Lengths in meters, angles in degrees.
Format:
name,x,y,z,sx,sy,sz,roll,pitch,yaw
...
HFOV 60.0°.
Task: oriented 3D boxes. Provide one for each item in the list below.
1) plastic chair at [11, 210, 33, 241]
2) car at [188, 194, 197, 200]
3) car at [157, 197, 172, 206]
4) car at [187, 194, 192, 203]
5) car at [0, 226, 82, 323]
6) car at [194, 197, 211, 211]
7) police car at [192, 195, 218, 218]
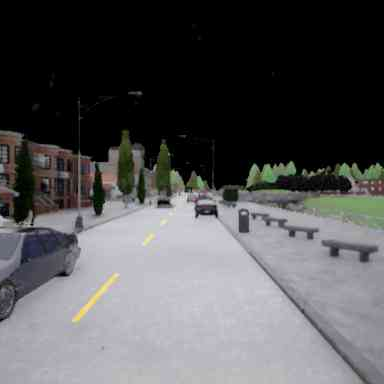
name,x,y,z,sx,sy,sz,roll,pitch,yaw
plastic chair,-7.443,1.449,14.550,0.730,1.271,0.750,0,0,-40
car,0.015,1.105,76.731,2.033,1.411,5.357,0,0,0
car,-4.073,1.409,48.996,1.895,1.301,4.718,0,0,0
car,0.013,1.320,62.032,1.994,1.385,4.181,0,0,0
car,-4.100,1.518,7.384,2.033,1.411,5.357,0,0,0
car,1.208,1.374,38.521,1.812,1.442,4.674,0,0,0
police car,1.188,1.312,28.634,1.930,1.638,5.238,0,0,0
